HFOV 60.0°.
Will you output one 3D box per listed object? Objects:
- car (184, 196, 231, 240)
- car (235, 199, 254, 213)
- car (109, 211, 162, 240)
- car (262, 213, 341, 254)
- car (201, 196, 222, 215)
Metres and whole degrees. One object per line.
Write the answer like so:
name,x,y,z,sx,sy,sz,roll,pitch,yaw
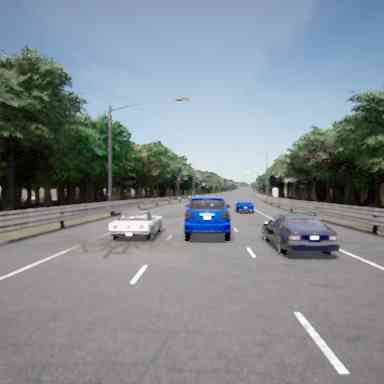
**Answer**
car,0.801,1.219,17.068,2.150,2.045,5.566,0,0,3
car,5.852,1.472,37.306,1.882,1.535,5.008,0,0,5
car,-2.702,1.603,17.104,1.895,1.301,4.718,0,0,3
car,4.108,1.540,13.345,2.033,1.411,5.357,0,0,3
car,2.132,1.350,35.069,2.097,1.767,4.553,0,0,5
